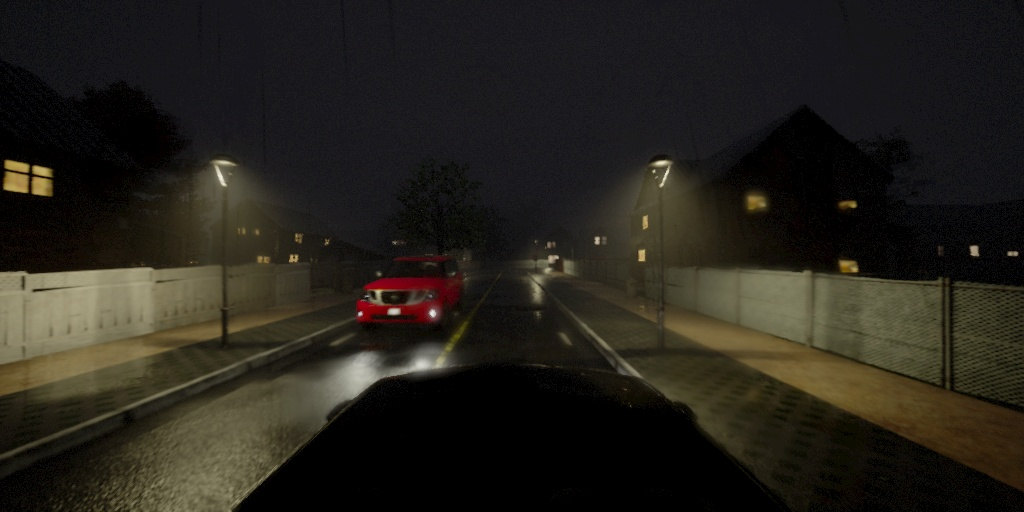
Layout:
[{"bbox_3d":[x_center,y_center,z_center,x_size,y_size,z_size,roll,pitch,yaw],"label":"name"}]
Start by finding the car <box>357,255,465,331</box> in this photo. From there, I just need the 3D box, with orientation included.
[{"bbox_3d":[-2.852,0.998,11.438,2.150,2.045,5.566,0,0,0],"label":"car"}]
